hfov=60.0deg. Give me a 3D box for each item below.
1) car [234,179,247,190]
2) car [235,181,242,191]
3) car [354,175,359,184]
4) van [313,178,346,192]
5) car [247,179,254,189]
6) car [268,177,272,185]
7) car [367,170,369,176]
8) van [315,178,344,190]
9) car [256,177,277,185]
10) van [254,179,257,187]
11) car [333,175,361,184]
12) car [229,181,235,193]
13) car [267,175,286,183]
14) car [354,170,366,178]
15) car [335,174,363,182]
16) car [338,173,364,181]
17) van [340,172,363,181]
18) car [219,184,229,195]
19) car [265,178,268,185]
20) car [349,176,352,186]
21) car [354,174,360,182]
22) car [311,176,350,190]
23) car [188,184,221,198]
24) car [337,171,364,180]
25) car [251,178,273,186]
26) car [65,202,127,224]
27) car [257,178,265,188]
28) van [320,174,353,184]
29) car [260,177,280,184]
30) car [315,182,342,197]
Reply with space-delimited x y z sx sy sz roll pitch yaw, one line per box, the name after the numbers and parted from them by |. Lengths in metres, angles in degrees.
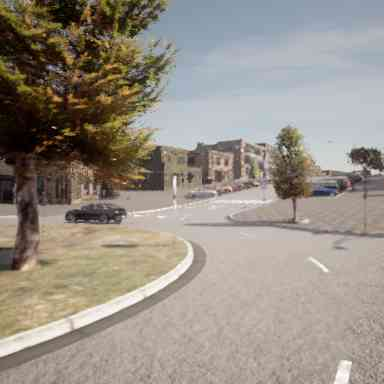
7.566 -1.061 62.524 4.553 1.767 2.185 -3 4 10 | car
6.044 -0.658 60.002 4.792 1.488 2.163 -3 4 10 | car
28.214 -1.895 62.997 4.892 1.521 2.231 -1 5 12 | car
21.770 -1.110 52.830 4.442 1.987 1.878 -1 5 12 | van
9.011 -1.182 65.090 5.008 1.535 2.097 -3 3 10 | car
14.939 -2.135 75.203 4.792 1.488 2.163 -3 3 11 | car
40.500 -4.147 83.533 5.566 2.045 2.435 -1 4 11 | car
18.835 -0.610 47.719 4.442 1.987 1.878 -1 4 12 | van
17.869 -2.653 80.254 4.892 1.521 2.231 -3 4 11 | car
10.360 -1.647 67.628 4.442 1.987 1.878 -3 4 10 | van
32.880 -2.655 70.702 4.892 1.521 2.231 -1 4 11 | car
4.623 -0.568 57.434 4.553 1.767 2.185 -3 4 10 | car
22.335 -3.513 87.802 4.553 1.767 2.185 -3 4 11 | car
34.431 -3.159 73.250 5.566 2.045 2.435 -1 4 11 | car
35.746 -3.159 75.876 5.366 1.575 1.946 -1 5 11 | car
38.779 -3.655 81.020 5.366 1.575 1.946 -1 4 11 | car
37.552 -3.637 78.379 4.442 1.987 1.878 -1 4 11 | van
3.162 -0.168 54.904 4.792 1.488 2.163 -3 3 10 | car
13.426 -1.918 72.684 5.008 1.535 2.097 -3 3 10 | car
23.442 -1.264 55.365 4.553 1.767 2.185 -1 4 12 | car
29.800 -2.120 65.558 4.792 1.488 2.163 -1 4 11 | car
20.272 -0.885 50.275 5.566 2.045 2.435 -1 5 12 | car
1.664 0.091 52.362 4.674 1.452 2.002 -3 3 10 | car
31.352 -2.654 68.103 5.566 2.045 2.435 -1 4 11 | car
16.379 -2.409 77.737 5.008 1.535 2.097 -3 3 11 | car
-7.269 1.563 25.088 4.892 1.490 1.837 0 -2 20 | car
12.143 -1.684 70.118 5.366 1.575 1.946 -3 3 10 | car
25.165 -1.619 57.870 4.442 1.987 1.878 -1 4 12 | van
19.351 -2.898 82.772 4.892 1.521 2.231 -3 4 11 | car
17.142 -0.132 45.226 5.008 1.535 2.097 -1 4 12 | car
